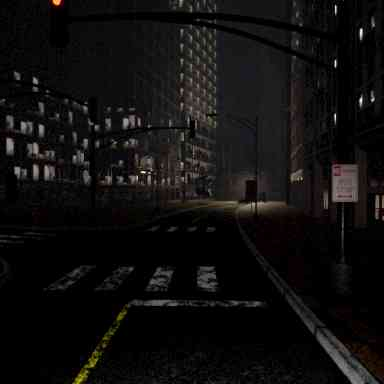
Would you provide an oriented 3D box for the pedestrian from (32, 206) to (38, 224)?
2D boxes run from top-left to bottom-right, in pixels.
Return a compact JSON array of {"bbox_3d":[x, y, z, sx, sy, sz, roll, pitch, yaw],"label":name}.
[{"bbox_3d":[-9.392,1.345,19.878,0.500,1.100,0.500,0,0,17],"label":"pedestrian"}]

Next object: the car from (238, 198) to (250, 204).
[{"bbox_3d":[10.842,1.864,69.010,1.895,1.301,4.718,0,0,18],"label":"car"}]
